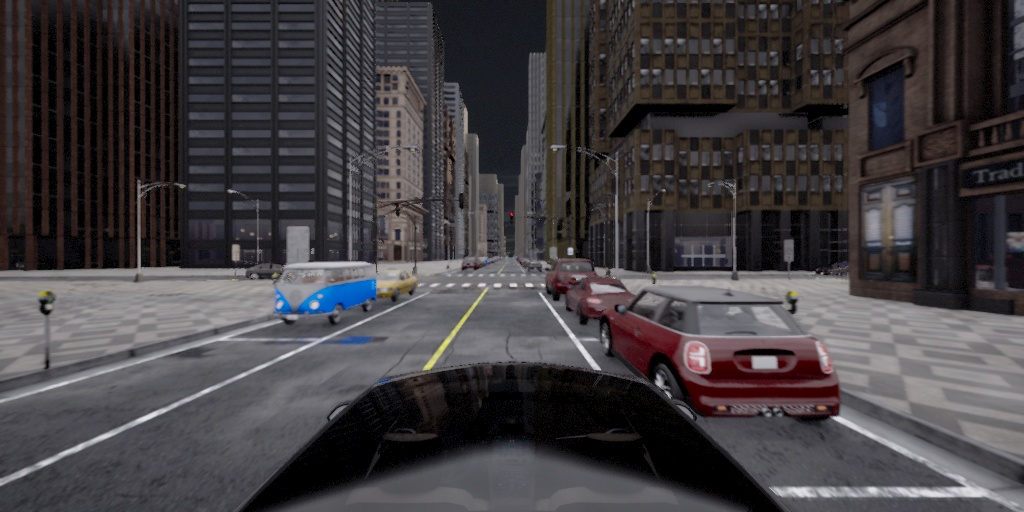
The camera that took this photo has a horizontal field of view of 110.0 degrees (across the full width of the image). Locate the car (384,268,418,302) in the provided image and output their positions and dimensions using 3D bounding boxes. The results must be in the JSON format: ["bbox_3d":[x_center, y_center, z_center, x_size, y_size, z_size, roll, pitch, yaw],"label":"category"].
[{"bbox_3d":[-5.769,1.263,17.029,1.751,1.417,4.829,0,0,0],"label":"car"}]

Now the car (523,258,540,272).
[{"bbox_3d":[2.745,1.269,44.186,2.007,1.370,4.403,0,0,0],"label":"car"}]

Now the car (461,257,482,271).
[{"bbox_3d":[-5.782,1.030,49.814,2.192,1.841,5.009,0,0,0],"label":"car"}]

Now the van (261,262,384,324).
[{"bbox_3d":[-5.767,1.083,11.522,1.690,1.789,3.998,0,0,0],"label":"van"}]

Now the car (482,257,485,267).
[{"bbox_3d":[-5.784,1.152,55.455,1.967,1.591,4.097,0,0,0],"label":"car"}]

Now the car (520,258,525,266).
[{"bbox_3d":[2.741,1.263,55.467,2.007,1.370,4.403,0,0,0],"label":"car"}]

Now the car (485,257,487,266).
[{"bbox_3d":[-5.786,1.276,61.096,1.948,1.339,4.313,0,0,0],"label":"car"}]

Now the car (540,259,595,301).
[{"bbox_3d":[2.756,1.052,17.213,2.192,1.841,5.009,0,0,0],"label":"car"}]

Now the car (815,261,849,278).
[{"bbox_3d":[30.710,1.197,32.450,5.357,1.411,2.033,0,0,0],"label":"car"}]

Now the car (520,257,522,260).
[{"bbox_3d":[2.739,1.255,61.108,1.888,1.381,4.507,0,0,0],"label":"car"}]

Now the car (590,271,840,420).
[{"bbox_3d":[2.760,1.186,5.858,1.967,1.591,4.097,0,0,0],"label":"car"}]

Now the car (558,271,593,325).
[{"bbox_3d":[2.758,1.323,11.535,1.802,1.307,4.207,0,0,0],"label":"car"}]

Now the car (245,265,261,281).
[{"bbox_3d":[-18.858,1.331,29.127,4.892,1.490,1.837,0,0,0],"label":"car"}]
